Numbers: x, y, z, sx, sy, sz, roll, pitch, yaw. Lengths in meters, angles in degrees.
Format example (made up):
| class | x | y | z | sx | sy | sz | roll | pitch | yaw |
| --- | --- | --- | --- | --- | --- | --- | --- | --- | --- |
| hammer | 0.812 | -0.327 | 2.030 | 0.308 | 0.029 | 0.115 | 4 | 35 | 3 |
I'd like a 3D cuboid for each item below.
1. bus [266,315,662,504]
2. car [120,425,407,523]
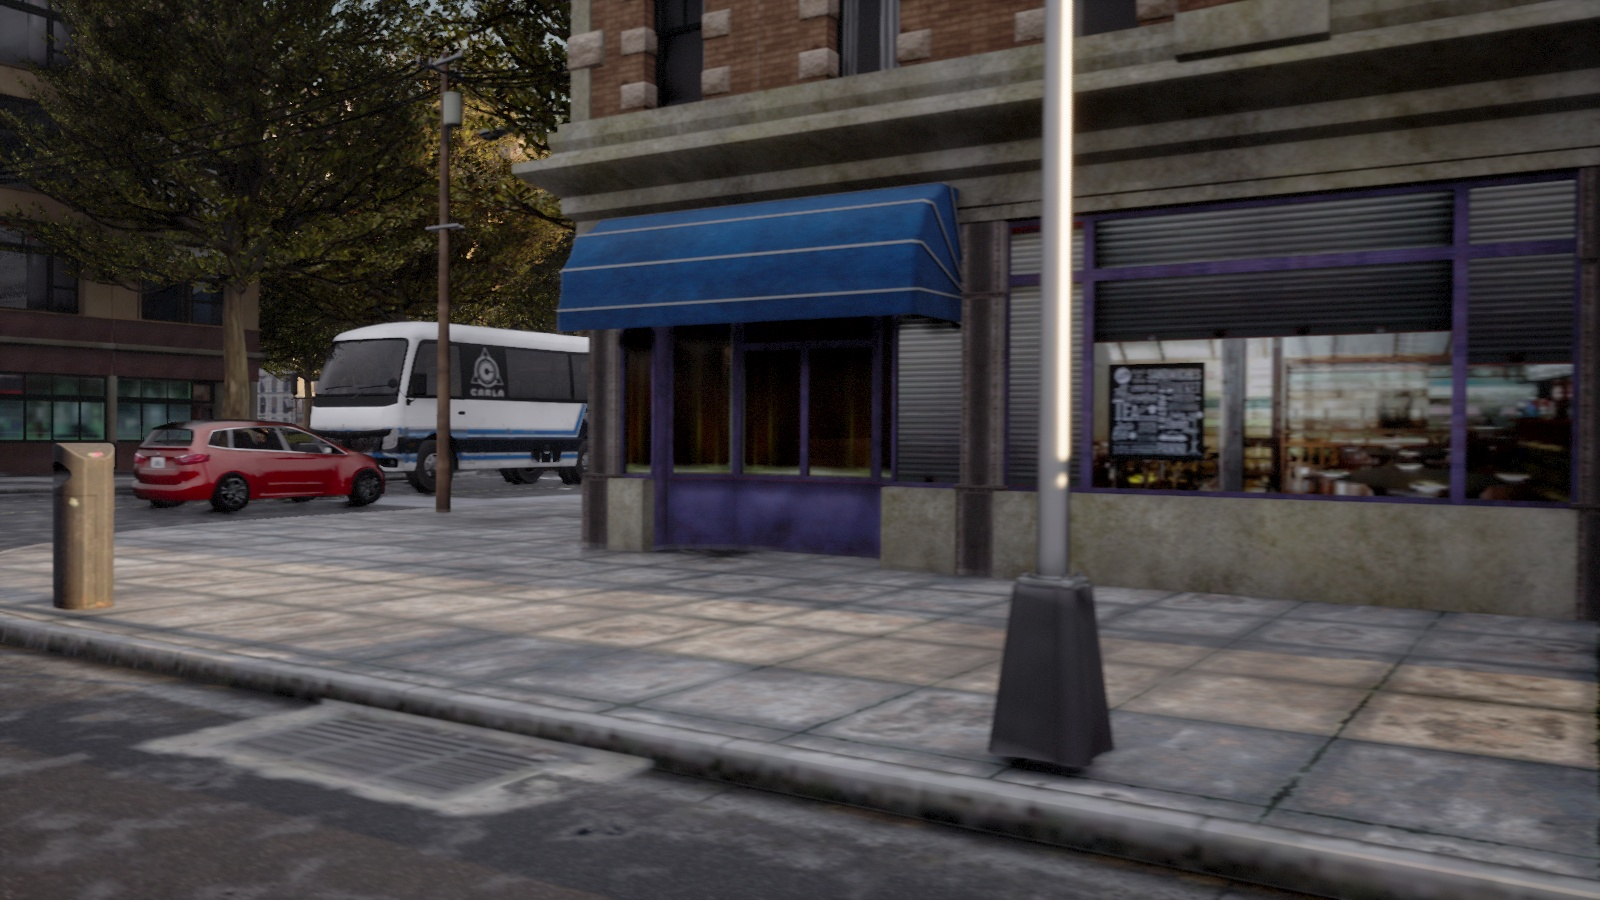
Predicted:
| class | x | y | z | sx | sy | sz | roll | pitch | yaw |
| --- | --- | --- | --- | --- | --- | --- | --- | --- | --- |
| bus | -8.469 | -0.978 | 33.621 | 3.944 | 4.253 | 10.273 | 0 | 1 | 32 |
| car | -10.166 | 0.374 | 24.169 | 2.242 | 1.667 | 4.611 | 0 | 1 | 32 |
